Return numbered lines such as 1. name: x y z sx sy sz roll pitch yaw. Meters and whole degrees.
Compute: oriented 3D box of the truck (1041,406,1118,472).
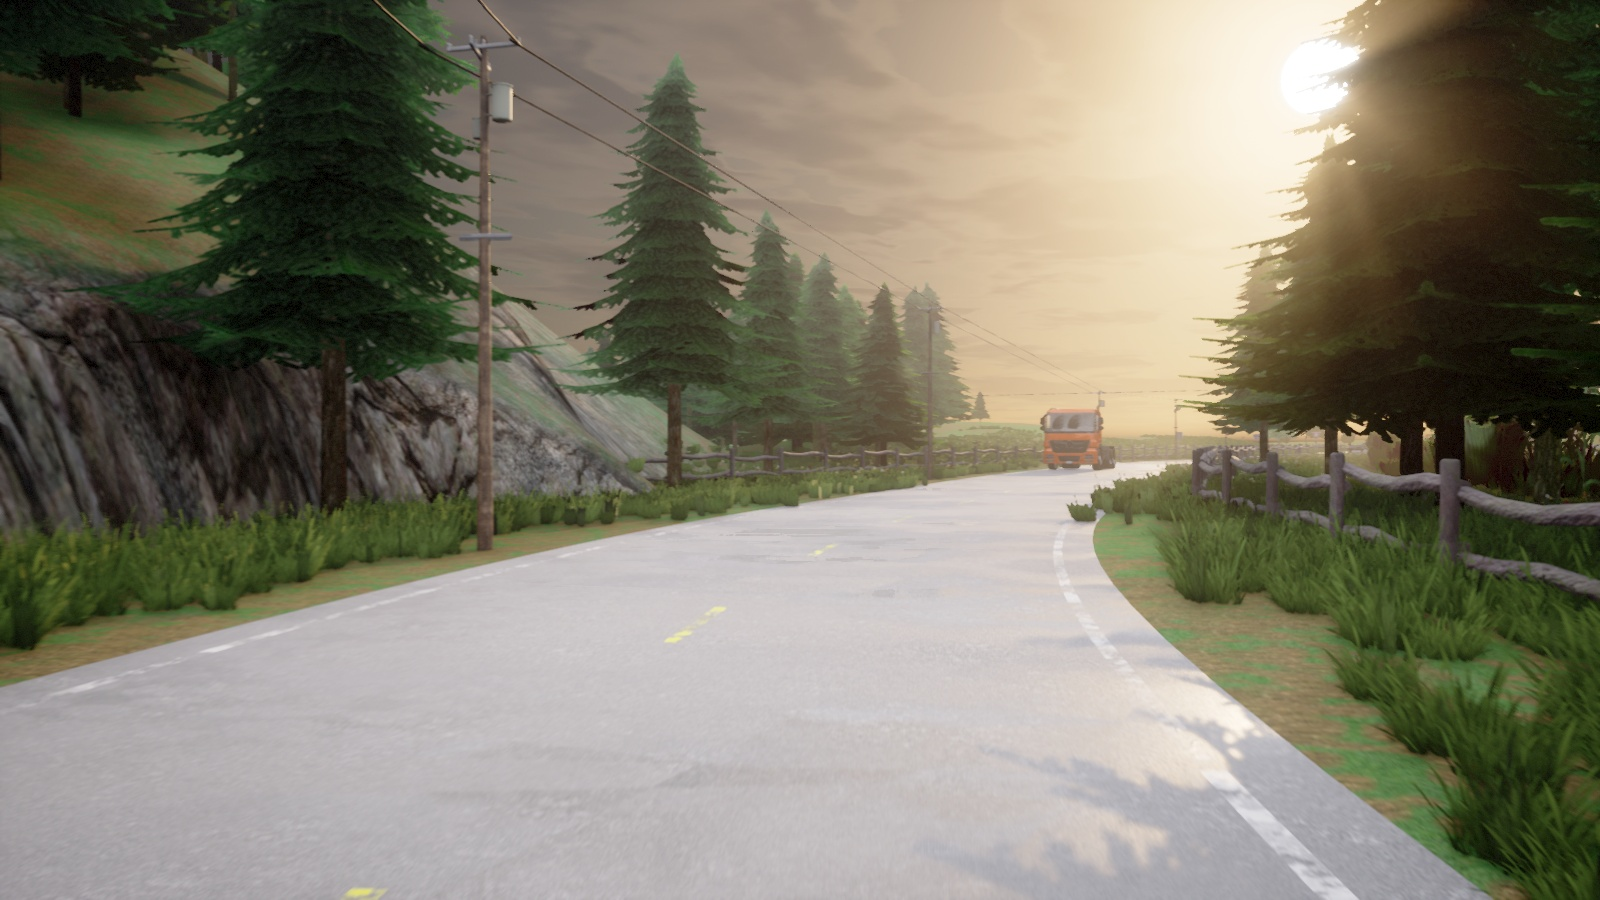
1. truck: 15.741 -0.610 70.331 2.891 3.462 7.936 0 0 22
